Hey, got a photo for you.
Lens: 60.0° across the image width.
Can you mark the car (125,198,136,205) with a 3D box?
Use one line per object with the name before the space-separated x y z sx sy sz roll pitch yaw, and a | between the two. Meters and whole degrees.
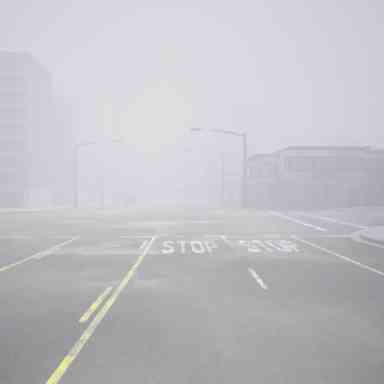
car | -14.063 2.060 75.846 2.097 1.767 4.553 0 -1 -3
